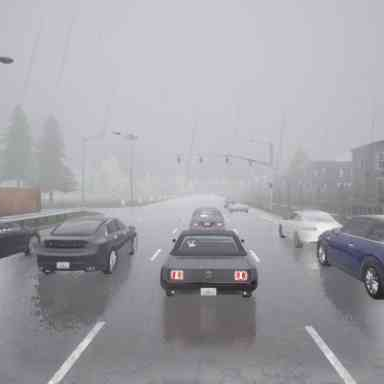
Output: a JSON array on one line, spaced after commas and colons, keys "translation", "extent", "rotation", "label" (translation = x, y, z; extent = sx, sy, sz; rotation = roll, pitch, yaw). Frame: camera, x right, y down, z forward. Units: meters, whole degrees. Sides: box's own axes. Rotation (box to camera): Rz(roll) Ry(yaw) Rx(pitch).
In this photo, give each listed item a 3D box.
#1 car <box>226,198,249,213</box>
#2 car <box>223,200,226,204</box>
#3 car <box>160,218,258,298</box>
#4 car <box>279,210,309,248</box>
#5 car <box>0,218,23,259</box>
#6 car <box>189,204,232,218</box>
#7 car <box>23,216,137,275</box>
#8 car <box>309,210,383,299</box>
[{"translation": [5.060, 1.601, 36.561], "extent": [1.895, 1.301, 4.718], "rotation": [0, 0, 3], "label": "car"}, {"translation": [5.436, 1.547, 46.452], "extent": [2.033, 1.411, 5.357], "rotation": [0, 0, 2], "label": "car"}, {"translation": [0.414, 1.601, 8.518], "extent": [1.895, 1.301, 4.718], "rotation": [0, 0, 2], "label": "car"}, {"translation": [5.127, 1.526, 14.579], "extent": [1.812, 1.442, 4.674], "rotation": [0, 0, 2], "label": "car"}, {"translation": [-6.518, 1.493, 10.238], "extent": [2.128, 1.511, 4.902], "rotation": [0, 0, 2], "label": "car"}, {"translation": [0.823, 1.547, 18.101], "extent": [2.033, 1.411, 5.357], "rotation": [0, 0, 2], "label": "car"}, {"translation": [-3.007, 1.506, 10.448], "extent": [1.837, 1.490, 4.892], "rotation": [0, 0, 2], "label": "car"}, {"translation": [4.870, 1.351, 8.554], "extent": [2.097, 1.767, 4.553], "rotation": [0, 0, 2], "label": "car"}]
